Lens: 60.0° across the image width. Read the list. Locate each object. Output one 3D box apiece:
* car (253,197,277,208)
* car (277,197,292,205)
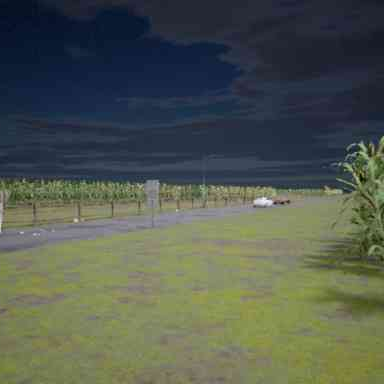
[{"bbox_3d":[10.417,1.500,48.616,1.812,1.442,4.674,1,0,31],"label":"car"},{"bbox_3d":[15.666,1.567,57.325,1.895,1.301,4.718,1,0,35],"label":"car"}]
